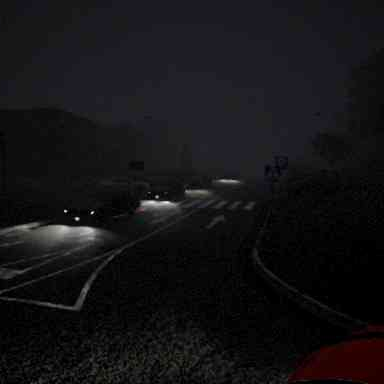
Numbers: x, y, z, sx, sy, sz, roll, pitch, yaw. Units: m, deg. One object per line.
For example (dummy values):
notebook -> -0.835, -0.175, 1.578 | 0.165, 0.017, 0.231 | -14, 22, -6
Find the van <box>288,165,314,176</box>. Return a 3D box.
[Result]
van -> 21.415, -4.237, 65.437 | 4.442, 1.987, 1.878 | 0, 5, -5

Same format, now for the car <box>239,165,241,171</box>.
car -> 10.388, -6.545, 93.002 | 4.892, 1.521, 2.231 | -1, 5, -4

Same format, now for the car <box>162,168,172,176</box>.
car -> -4.779, -1.383, 36.485 | 4.553, 1.767, 2.185 | -1, 6, -5

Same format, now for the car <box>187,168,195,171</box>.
car -> -2.585, -2.089, 45.025 | 5.008, 1.535, 2.097 | -1, 5, -5

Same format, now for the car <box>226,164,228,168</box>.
car -> 4.965, -4.794, 73.276 | 4.674, 1.452, 2.002 | -1, 5, -5

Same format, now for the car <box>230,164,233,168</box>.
car -> 6.511, -5.354, 78.905 | 5.008, 1.535, 2.097 | -1, 5, -5

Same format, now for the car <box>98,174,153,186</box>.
car -> -6.290, -0.664, 30.817 | 4.674, 1.452, 2.002 | -1, 5, -5

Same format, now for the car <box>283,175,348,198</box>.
car -> 10.534, -0.361, 28.092 | 5.008, 1.535, 2.097 | 1, 6, -3

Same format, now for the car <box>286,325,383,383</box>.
car -> 2.540, 1.388, 1.298 | 4.553, 1.767, 2.097 | 2, 1, 37

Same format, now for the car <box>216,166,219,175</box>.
car -> 1.928, -3.741, 61.980 | 4.892, 1.521, 2.231 | -1, 6, -5

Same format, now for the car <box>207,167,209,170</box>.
car -> -0.344, -2.916, 53.511 | 5.008, 1.535, 2.097 | -1, 5, -5

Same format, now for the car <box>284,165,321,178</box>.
car -> 19.769, -3.701, 59.668 | 5.566, 2.045, 2.435 | 0, 6, -5

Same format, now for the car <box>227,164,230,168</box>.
car -> 5.764, -5.221, 76.071 | 4.553, 1.767, 2.185 | -1, 6, -5

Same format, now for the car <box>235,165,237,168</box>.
car -> 7.864, -5.850, 84.531 | 5.366, 1.575, 1.946 | -1, 5, -5

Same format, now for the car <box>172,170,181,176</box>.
car -> -4.095, -1.505, 39.338 | 4.792, 1.488, 2.163 | -1, 6, -5

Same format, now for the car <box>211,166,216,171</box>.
car -> 1.160, -3.467, 59.161 | 5.008, 1.535, 2.097 | -1, 5, -5

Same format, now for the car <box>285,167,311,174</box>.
car -> 12.219, -1.170, 33.781 | 5.566, 2.045, 2.435 | 1, 6, -3

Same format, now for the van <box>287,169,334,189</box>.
van -> 12.983, -1.425, 36.641 | 4.442, 1.987, 1.878 | 1, 6, -3

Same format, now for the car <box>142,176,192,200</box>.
car -> -1.911, -0.268, 27.280 | 2.033, 1.411, 5.357 | 2, 6, 15

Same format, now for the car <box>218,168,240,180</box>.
car -> 5.819, -2.626, 51.728 | 1.994, 1.385, 4.181 | 2, 6, 15

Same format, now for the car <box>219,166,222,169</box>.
car -> 2.689, -4.015, 64.799 | 4.892, 1.521, 2.231 | -1, 6, -5

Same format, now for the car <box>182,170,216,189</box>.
car -> 0.865, -1.289, 37.033 | 1.882, 1.535, 5.008 | 2, 6, 18

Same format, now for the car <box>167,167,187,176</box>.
car -> -3.293, -1.937, 42.168 | 4.553, 1.767, 2.185 | -1, 6, -5

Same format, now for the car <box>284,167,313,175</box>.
car -> 21.890, -4.293, 68.309 | 5.366, 1.575, 1.946 | 0, 6, -5

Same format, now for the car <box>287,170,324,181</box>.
car -> 17.338, -2.574, 51.036 | 4.792, 1.488, 2.163 | 0, 6, -4

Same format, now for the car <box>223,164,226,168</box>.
car -> 4.233, -4.689, 70.433 | 4.553, 1.767, 2.185 | -1, 6, -5

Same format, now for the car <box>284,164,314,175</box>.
car -> 22.889, -4.810, 71.182 | 5.566, 2.045, 2.435 | 1, 5, -5

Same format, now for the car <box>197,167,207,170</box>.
car -> -0.900, -2.647, 50.700 | 5.366, 1.575, 1.946 | -1, 5, -5

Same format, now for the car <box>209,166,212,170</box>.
car -> 0.444, -3.163, 56.338 | 4.792, 1.488, 2.163 | -1, 5, -5

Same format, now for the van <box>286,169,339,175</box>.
van -> 11.511, -0.864, 30.939 | 4.442, 1.987, 1.878 | 1, 6, -3

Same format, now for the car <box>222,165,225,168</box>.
car -> 3.447, -4.292, 67.623 | 5.008, 1.535, 2.097 | -1, 6, -5

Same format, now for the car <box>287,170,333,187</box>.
car -> 13.919, -1.606, 39.528 | 4.553, 1.767, 2.185 | 1, 6, -4

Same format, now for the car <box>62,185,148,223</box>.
car -> -4.473, 0.623, 17.499 | 2.033, 1.411, 5.357 | 2, 5, 15

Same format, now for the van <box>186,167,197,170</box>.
van -> -1.952, -2.588, 47.823 | 4.442, 1.987, 1.878 | -1, 6, -5

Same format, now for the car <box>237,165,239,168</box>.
car -> 8.793, -6.336, 87.336 | 5.566, 2.045, 2.435 | -1, 5, -5

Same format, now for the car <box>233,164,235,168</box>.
car -> 7.269, -5.603, 81.726 | 5.008, 1.535, 2.097 | -1, 5, -5

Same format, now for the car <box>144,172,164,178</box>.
car -> -5.520, -0.953, 33.664 | 4.792, 1.488, 2.163 | -1, 5, -5
